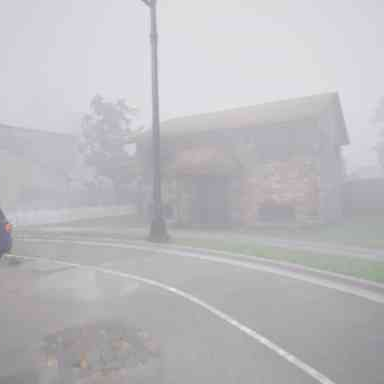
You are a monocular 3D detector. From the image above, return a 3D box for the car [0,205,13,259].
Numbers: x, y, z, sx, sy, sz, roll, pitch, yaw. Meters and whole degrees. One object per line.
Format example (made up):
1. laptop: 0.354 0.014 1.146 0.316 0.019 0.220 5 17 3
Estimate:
1. car: -8.555 1.381 11.071 5.566 2.045 2.150 -1 0 24
